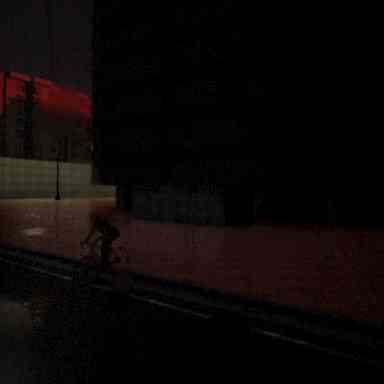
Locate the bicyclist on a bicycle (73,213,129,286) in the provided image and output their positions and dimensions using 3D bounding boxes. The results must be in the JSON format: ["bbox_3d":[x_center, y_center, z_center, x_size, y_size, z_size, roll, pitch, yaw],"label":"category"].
[{"bbox_3d":[-2.141,1.296,7.903,0.582,1.620,1.656,1,6,36],"label":"bicyclist on a bicycle"}]
